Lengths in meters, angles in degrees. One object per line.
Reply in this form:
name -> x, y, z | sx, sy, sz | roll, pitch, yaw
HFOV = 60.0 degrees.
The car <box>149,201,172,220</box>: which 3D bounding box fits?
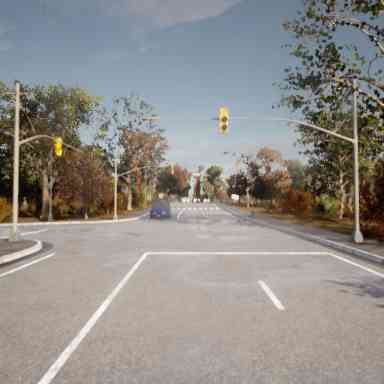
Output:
car -> -3.501, 2.130, 37.899 | 2.150, 2.045, 5.566 | 0, 1, 0
